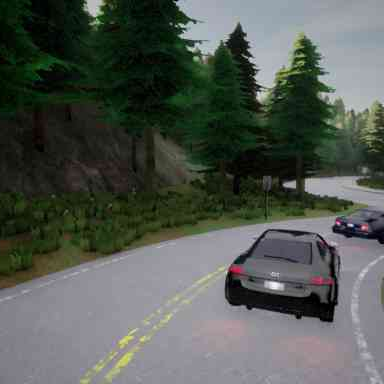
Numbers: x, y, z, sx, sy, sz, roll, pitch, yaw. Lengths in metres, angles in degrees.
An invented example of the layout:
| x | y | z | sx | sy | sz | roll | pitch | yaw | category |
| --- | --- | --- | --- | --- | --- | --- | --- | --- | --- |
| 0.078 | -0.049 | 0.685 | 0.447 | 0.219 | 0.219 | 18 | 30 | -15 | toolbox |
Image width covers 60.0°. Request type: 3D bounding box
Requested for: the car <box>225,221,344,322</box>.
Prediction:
| x | y | z | sx | sy | sz | roll | pitch | yaw | category |
| --- | --- | --- | --- | --- | --- | --- | --- | --- | --- |
| 2.213 | 1.532 | 7.444 | 1.994 | 1.385 | 4.181 | 2 | 2 | 24 | car |

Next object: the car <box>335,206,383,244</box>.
| x | y | z | sx | sy | sz | roll | pitch | yaw | category |
| --- | --- | --- | --- | --- | --- | --- | --- | --- | --- |
| 8.598 | 1.372 | 14.966 | 5.357 | 1.411 | 2.033 | -1 | 5 | -33 | car |
